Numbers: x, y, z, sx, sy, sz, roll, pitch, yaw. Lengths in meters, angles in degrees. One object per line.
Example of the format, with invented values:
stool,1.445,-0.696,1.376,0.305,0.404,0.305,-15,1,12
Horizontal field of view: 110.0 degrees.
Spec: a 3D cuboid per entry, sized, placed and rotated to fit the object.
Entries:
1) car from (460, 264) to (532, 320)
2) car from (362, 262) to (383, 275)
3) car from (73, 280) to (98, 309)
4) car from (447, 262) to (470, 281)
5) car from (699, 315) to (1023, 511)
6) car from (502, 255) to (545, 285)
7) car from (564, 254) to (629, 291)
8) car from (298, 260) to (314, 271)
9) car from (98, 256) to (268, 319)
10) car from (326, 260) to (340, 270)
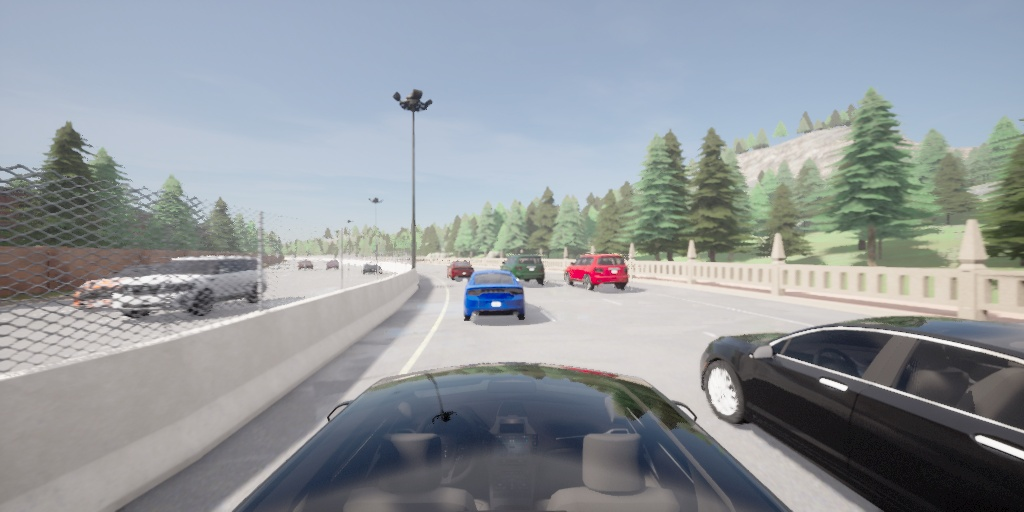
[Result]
car,-0.720,1.219,12.661,1.882,1.535,5.008,0,0,-6
car,-15.437,1.336,39.572,1.994,1.385,4.181,0,0,-24
car,-15.412,1.150,15.230,2.097,1.767,4.553,0,0,-10
car,-4.454,1.215,30.624,1.882,1.535,5.008,0,0,-16
car,3.439,1.240,2.840,1.837,1.490,4.892,0,0,-1
car,0.634,0.944,25.266,2.150,2.045,5.566,0,0,-13
car,4.966,0.930,21.746,2.150,2.045,5.566,0,0,-11
car,-30.205,1.295,52.591,1.882,1.535,5.008,0,0,-30
car,-11.565,1.006,13.560,2.150,2.045,5.566,0,0,-8
car,-26.165,1.327,52.603,1.812,1.442,4.674,0,0,-30
